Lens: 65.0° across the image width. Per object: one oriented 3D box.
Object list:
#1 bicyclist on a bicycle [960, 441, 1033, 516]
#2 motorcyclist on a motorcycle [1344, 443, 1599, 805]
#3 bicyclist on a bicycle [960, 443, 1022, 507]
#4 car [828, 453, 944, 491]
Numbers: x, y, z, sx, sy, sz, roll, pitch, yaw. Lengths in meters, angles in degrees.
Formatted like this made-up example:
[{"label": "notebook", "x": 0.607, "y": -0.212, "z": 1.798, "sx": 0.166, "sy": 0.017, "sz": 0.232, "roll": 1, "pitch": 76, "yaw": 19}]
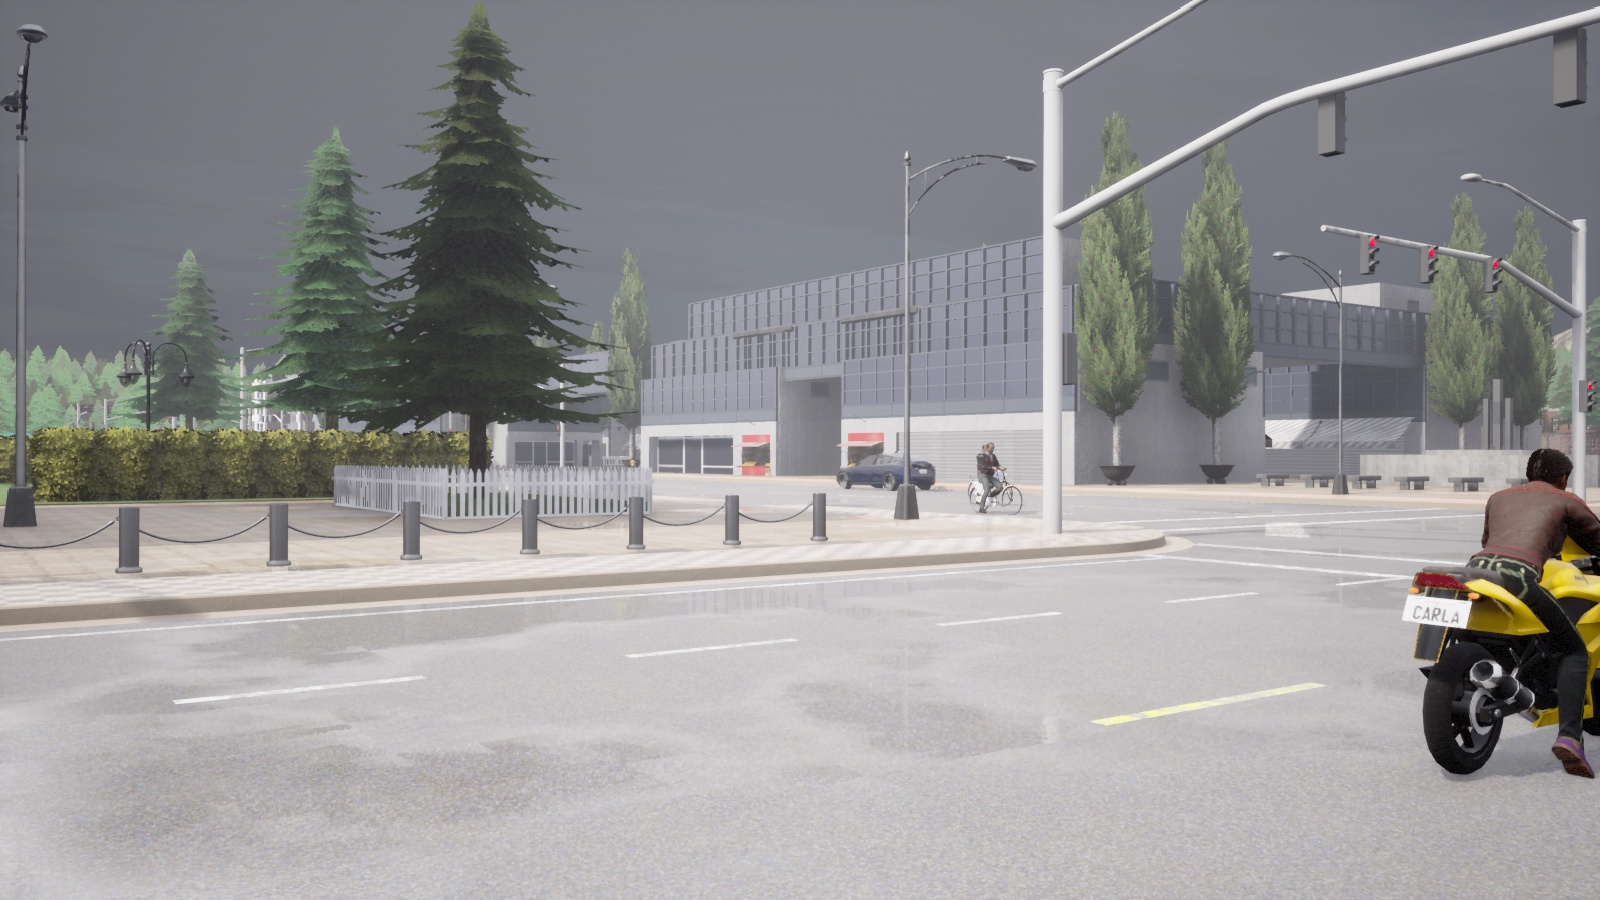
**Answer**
[{"label": "bicyclist on a bicycle", "x": 4.793, "y": 0.680, "z": 30.691, "sx": 0.659, "sy": 1.776, "sz": 1.843, "roll": 0, "pitch": 0, "yaw": -35}, {"label": "motorcyclist on a motorcycle", "x": 3.643, "y": 0.734, "z": 6.198, "sx": 2.044, "sy": 1.523, "sz": 0.797, "roll": 0, "pitch": 0, "yaw": -35}, {"label": "bicyclist on a bicycle", "x": 5.441, "y": 0.692, "z": 35.879, "sx": 0.659, "sy": 1.776, "sz": 1.843, "roll": 0, "pitch": 0, "yaw": -35}, {"label": "car", "x": 3.446, "y": 0.862, "z": 50.972, "sx": 2.163, "sy": 1.488, "sz": 4.792, "roll": 0, "pitch": 0, "yaw": -35}]
